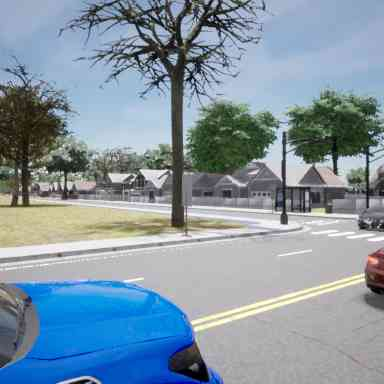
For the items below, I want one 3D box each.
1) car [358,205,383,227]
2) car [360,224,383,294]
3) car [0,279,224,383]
[{"bbox_3d":[11.946,1.512,20.129,4.892,1.490,1.837,0,0,-35],"label":"car"},{"bbox_3d":[5.670,1.525,7.459,4.674,1.442,1.812,0,0,-36],"label":"car"},{"bbox_3d":[-2.406,1.222,1.725,5.566,2.045,2.150,0,0,-36],"label":"car"}]
